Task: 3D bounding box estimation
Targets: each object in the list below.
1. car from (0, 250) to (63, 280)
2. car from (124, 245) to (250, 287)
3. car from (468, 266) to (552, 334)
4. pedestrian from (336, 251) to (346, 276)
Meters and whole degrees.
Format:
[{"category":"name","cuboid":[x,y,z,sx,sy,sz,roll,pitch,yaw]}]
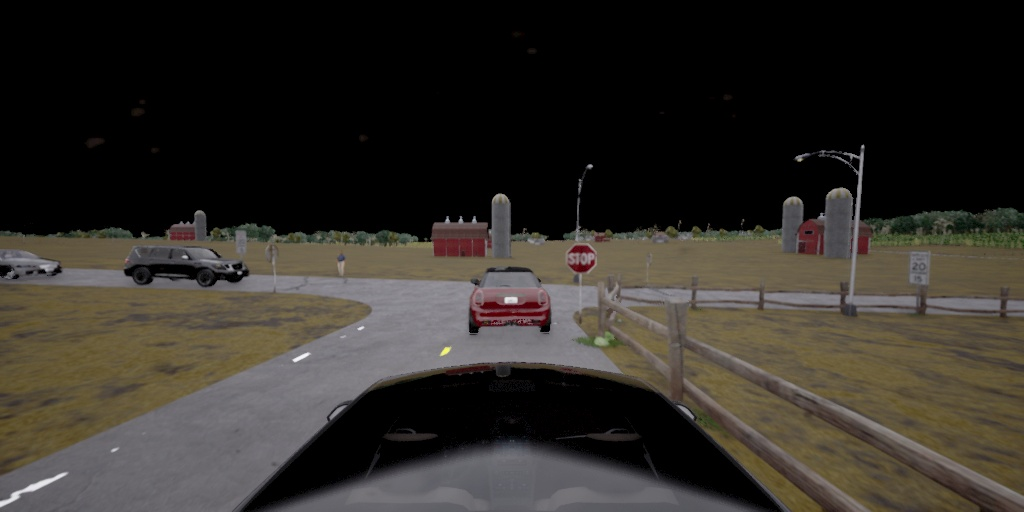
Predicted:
[{"category":"car","cuboid":[-27.423,0.412,19.392,4.902,1.511,2.128,2,3,1]},{"category":"car","cuboid":[-17.419,0.476,19.330,5.566,2.045,2.150,2,3,0]},{"category":"car","cuboid":[-0.179,1.083,10.792,2.097,1.767,4.553,0,0,-4]},{"category":"pedestrian","cuboid":[-12.039,0.499,25.282,0.375,1.860,0.375,0,1,0]}]
